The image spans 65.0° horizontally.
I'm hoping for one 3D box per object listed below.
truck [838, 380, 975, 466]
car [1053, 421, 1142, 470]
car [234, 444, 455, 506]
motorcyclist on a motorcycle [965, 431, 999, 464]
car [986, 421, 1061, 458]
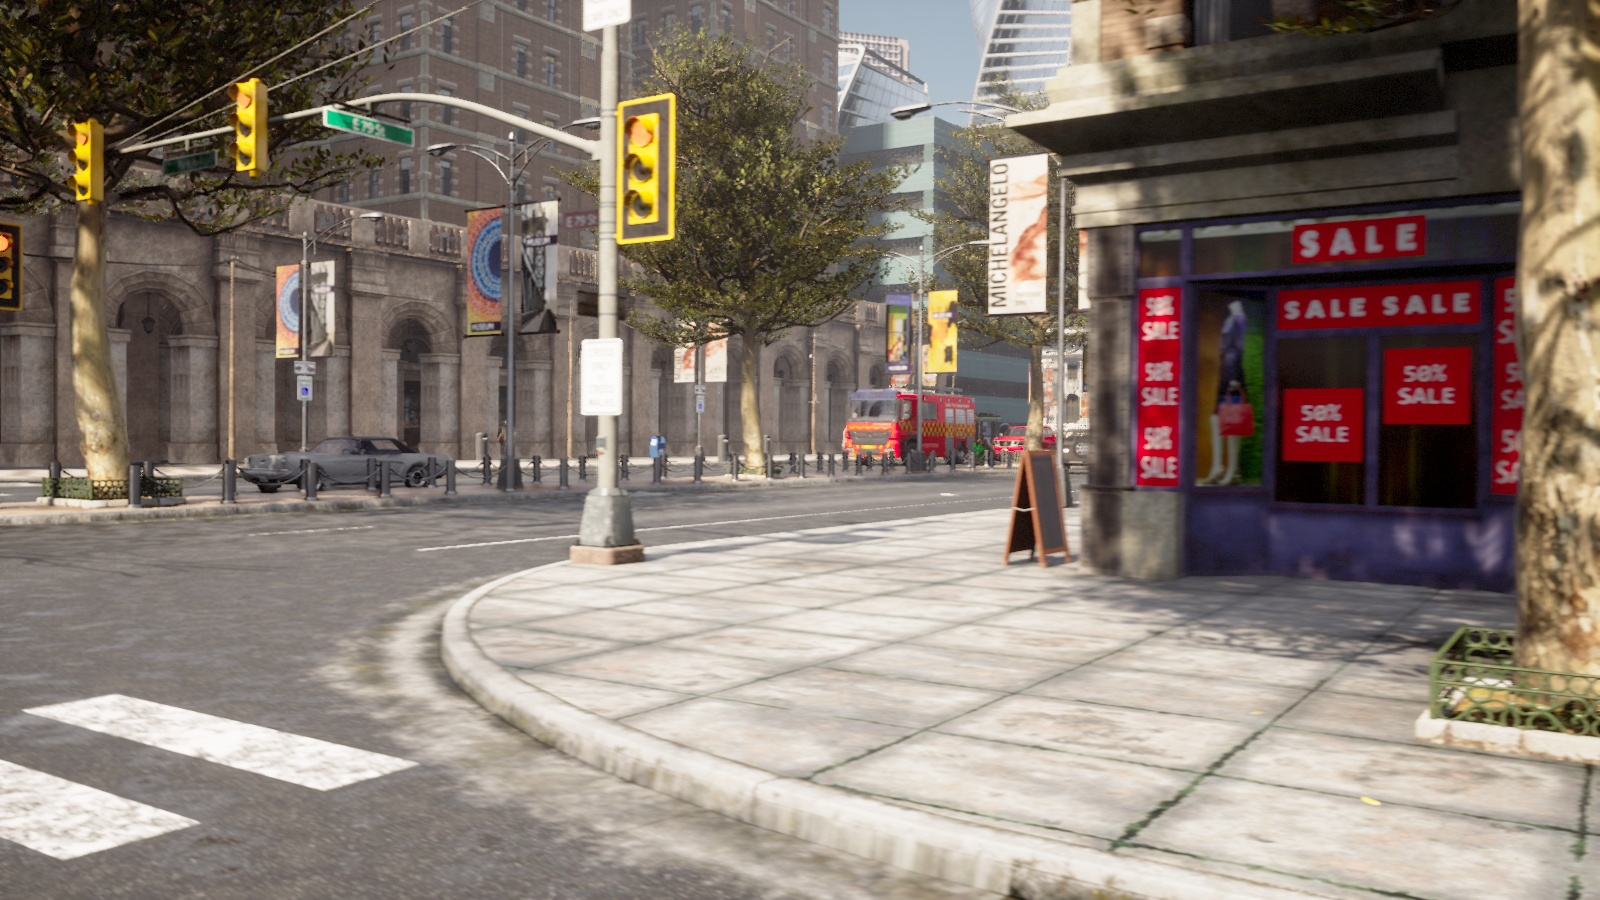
[{"bbox_3d":[5.298,-1.282,60.646,2.891,3.827,8.468,0,1,33],"label":"truck"},{"bbox_3d":[11.787,-0.211,49.619,1.932,1.855,4.605,0,1,34],"label":"car"},{"bbox_3d":[-10.740,0.529,29.947,1.895,1.301,4.718,0,1,34],"label":"car"},{"bbox_3d":[8.629,-0.148,59.380,0.797,1.523,2.044,0,1,33],"label":"motorcyclist on a motorcycle"},{"bbox_3d":[12.875,-0.616,72.090,2.150,2.045,5.566,0,1,34],"label":"car"}]
